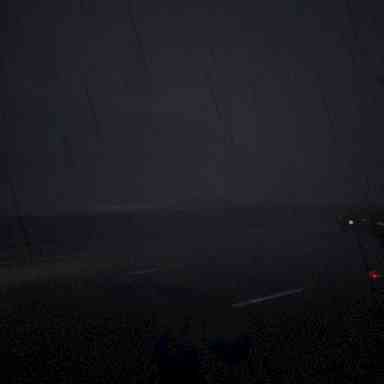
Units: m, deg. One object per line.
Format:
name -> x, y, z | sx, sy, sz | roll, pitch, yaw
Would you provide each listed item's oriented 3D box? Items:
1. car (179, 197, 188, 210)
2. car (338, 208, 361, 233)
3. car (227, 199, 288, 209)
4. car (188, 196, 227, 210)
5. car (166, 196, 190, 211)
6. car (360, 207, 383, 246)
car -> 1.254, 1.464, 33.096 | 4.181, 1.385, 1.994 | 0, 0, -28
car -> 9.731, 1.492, 17.581 | 4.181, 1.385, 1.994 | 0, 0, -28
car -> 5.717, 1.384, 27.552 | 5.008, 1.535, 1.882 | 0, 0, -27
car -> 2.500, 1.398, 29.805 | 4.902, 1.511, 2.128 | 0, 0, -28
car -> -0.504, 1.247, 36.121 | 4.553, 1.767, 2.097 | 0, 0, -28
car -> 9.462, 1.432, 13.484 | 4.902, 1.511, 2.128 | 0, 0, -29
